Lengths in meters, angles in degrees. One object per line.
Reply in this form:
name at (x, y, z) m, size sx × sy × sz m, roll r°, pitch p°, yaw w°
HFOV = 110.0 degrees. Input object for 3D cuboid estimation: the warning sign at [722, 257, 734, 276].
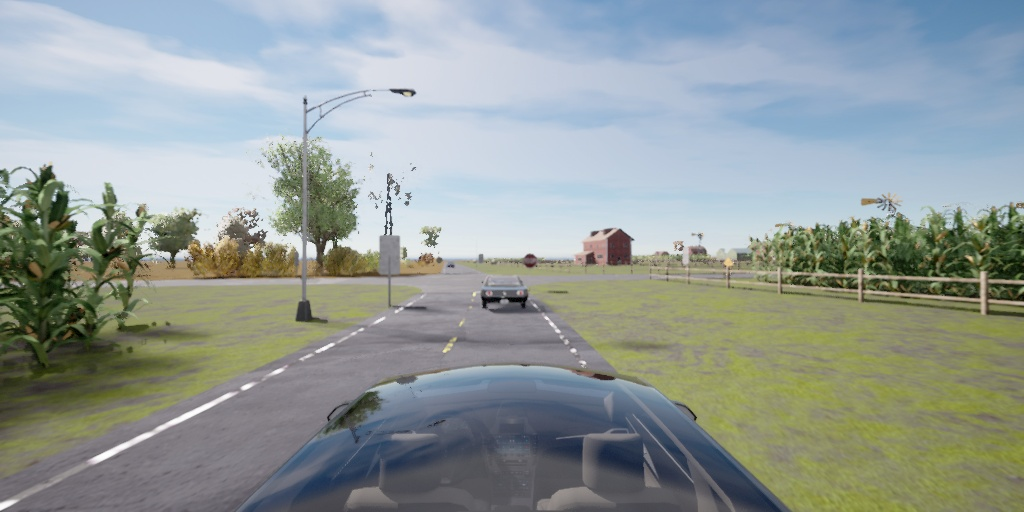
warning sign at (21.045, 1.024, 34.809) m, size 1.060 × 1.860 × 1.300 m, roll 0°, pitch 0°, yaw -8°

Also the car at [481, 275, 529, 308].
car at (-0.427, 1.496, 16.084) m, size 1.895 × 1.301 × 4.718 m, roll 0°, pitch -1°, yaw -4°
